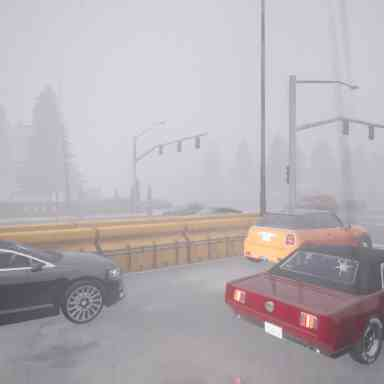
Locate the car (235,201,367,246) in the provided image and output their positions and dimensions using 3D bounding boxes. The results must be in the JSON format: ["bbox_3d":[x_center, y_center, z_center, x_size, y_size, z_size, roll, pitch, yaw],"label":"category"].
[{"bbox_3d":[3.870,1.352,10.817,4.553,1.767,2.097,0,0,-36],"label":"car"}]

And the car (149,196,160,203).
[{"bbox_3d":[-7.820,1.503,70.090,1.812,1.442,4.674,0,0,-2],"label":"car"}]

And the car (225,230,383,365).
[{"bbox_3d":[2.922,1.601,5.837,4.718,1.301,1.895,0,0,-36],"label":"car"}]

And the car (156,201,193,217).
[{"bbox_3d":[-0.207,1.564,25.358,4.181,1.385,1.994,0,0,-36],"label":"car"}]

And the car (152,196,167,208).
[{"bbox_3d":[-4.253,1.564,43.979,1.994,1.385,4.181,0,0,-36],"label":"car"}]

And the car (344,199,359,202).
[{"bbox_3d":[18.393,1.547,40.003,5.357,1.411,2.033,0,0,-19],"label":"car"}]

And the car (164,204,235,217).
[{"bbox_3d":[1.138,1.525,17.716,4.674,1.442,1.812,0,0,-36],"label":"car"}]

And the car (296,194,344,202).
[{"bbox_3d":[10.281,1.221,28.560,5.566,2.045,2.150,0,0,-35],"label":"car"}]

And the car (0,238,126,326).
[{"bbox_3d":[-3.543,1.492,5.511,4.902,1.511,2.128,0,0,-36],"label":"car"}]
